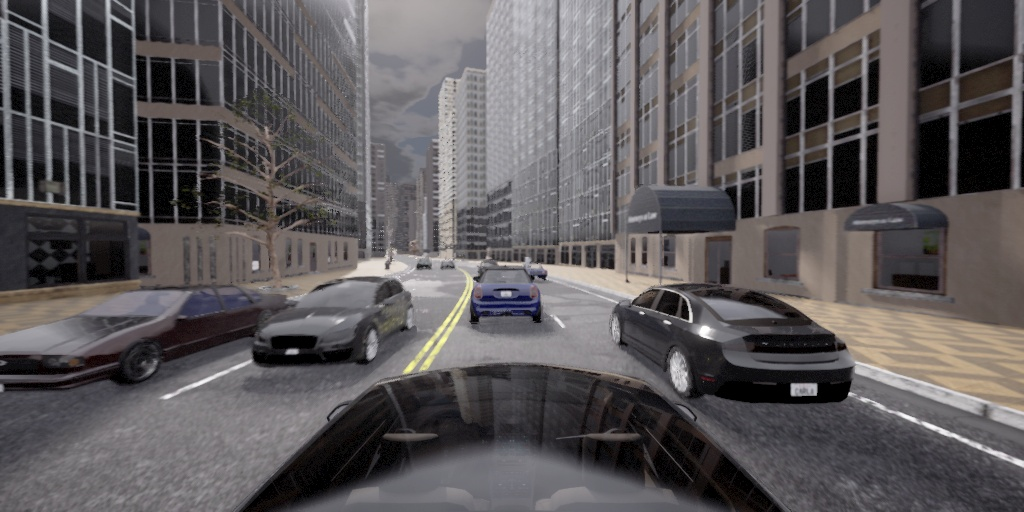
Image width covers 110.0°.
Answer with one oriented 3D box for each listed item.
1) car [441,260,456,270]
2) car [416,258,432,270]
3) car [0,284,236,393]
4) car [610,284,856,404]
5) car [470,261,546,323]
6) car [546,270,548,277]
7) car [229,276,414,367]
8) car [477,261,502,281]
[{"bbox_3d":[-9.267,1.229,51.679,1.994,1.385,4.181,0,0,-13],"label":"car"},{"bbox_3d":[-12.363,1.037,50.652,2.097,1.767,4.553,0,0,-13],"label":"car"},{"bbox_3d":[-6.729,1.303,7.251,2.033,1.411,5.357,0,0,-2],"label":"car"},{"bbox_3d":[3.215,1.240,6.422,1.837,1.490,4.892,0,0,-1],"label":"car"},{"bbox_3d":[-0.262,1.085,12.221,2.097,1.767,4.553,0,0,-3],"label":"car"},{"bbox_3d":[1.516,1.290,29.271,1.895,1.301,4.718,0,0,-7],"label":"car"},{"bbox_3d":[-3.535,1.252,8.060,1.837,1.490,4.892,0,0,-2],"label":"car"},{"bbox_3d":[-1.993,1.203,30.932,1.837,1.490,4.892,0,0,-7],"label":"car"}]
